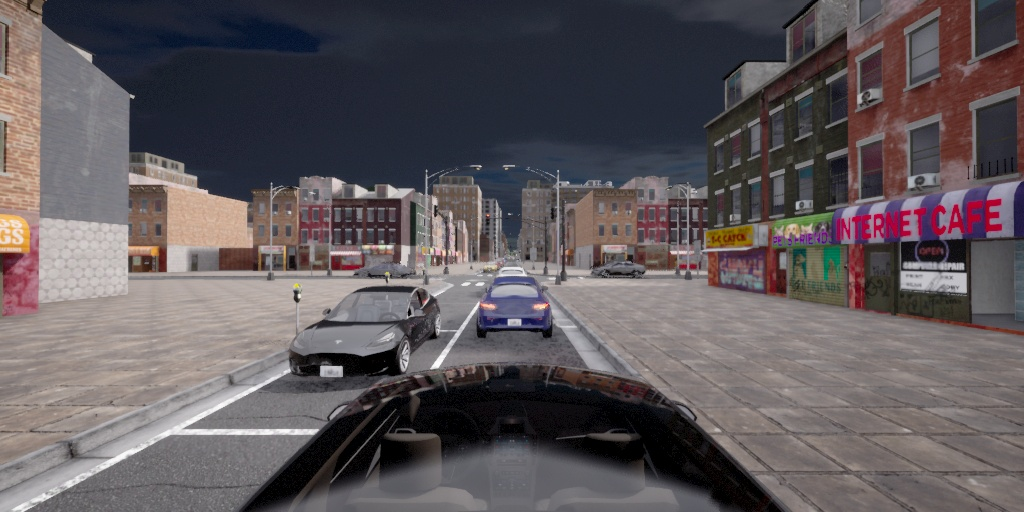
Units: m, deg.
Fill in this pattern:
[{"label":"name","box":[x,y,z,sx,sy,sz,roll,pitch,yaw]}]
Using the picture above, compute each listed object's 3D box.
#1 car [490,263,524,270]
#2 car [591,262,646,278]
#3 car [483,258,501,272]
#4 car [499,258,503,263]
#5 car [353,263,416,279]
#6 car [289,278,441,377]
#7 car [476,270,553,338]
[{"label":"car","box":[-0.003,1.284,19.234,1.812,1.442,4.674,0,0,0]},{"label":"car","box":[9.788,1.253,33.071,4.902,1.511,2.128,0,0,2]},{"label":"car","box":[-2.688,1.323,45.018,1.751,1.417,4.829,0,0,0]},{"label":"car","box":[-2.694,1.355,50.793,1.888,1.381,4.507,0,0,0]},{"label":"car","box":[-11.665,1.352,33.025,5.357,1.411,2.033,0,0,0]},{"label":"car","box":[-2.644,1.317,7.420,1.948,1.339,4.313,0,0,0]},{"label":"car","box":[0.069,1.278,10.100,1.812,1.442,4.674,0,0,0]}]
